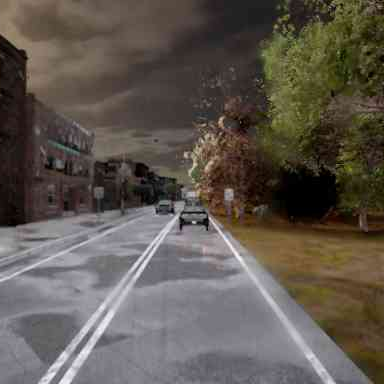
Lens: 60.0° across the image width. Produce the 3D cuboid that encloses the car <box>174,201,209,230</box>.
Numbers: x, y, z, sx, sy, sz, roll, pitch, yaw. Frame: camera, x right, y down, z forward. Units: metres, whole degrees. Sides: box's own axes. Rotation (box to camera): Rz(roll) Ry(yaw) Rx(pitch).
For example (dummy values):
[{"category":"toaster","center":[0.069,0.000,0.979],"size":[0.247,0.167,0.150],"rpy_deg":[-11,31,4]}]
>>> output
[{"category":"car","center":[0.127,1.604,22.148],"size":[2.128,1.511,4.902],"rpy_deg":[0,-1,0]}]

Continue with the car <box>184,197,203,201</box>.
[{"category":"car","center":[0.191,1.616,41.862],"size":[2.150,2.045,5.566],"rpy_deg":[0,-1,0]}]

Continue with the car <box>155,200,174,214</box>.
[{"category":"car","center":[-3.248,1.725,40.644],"size":[2.097,1.767,4.553],"rpy_deg":[0,-1,0]}]
